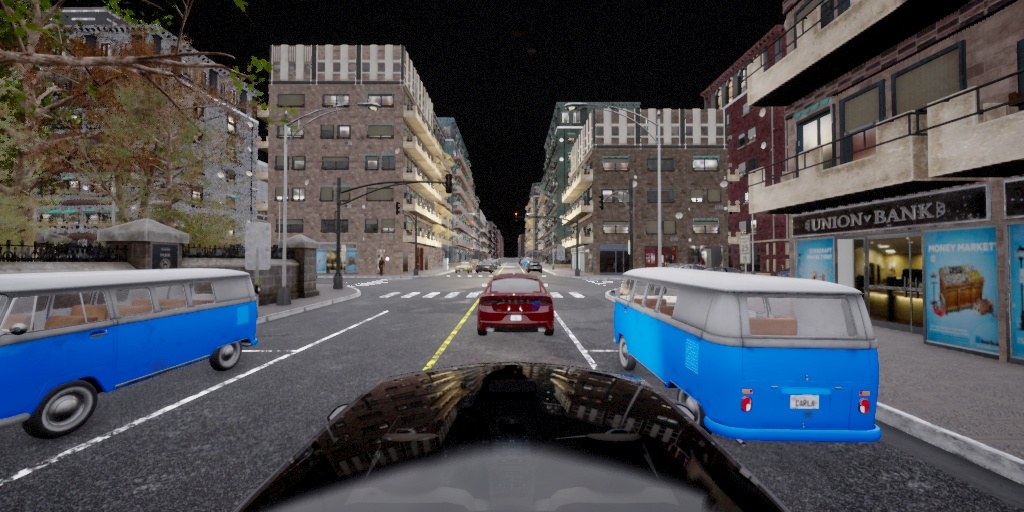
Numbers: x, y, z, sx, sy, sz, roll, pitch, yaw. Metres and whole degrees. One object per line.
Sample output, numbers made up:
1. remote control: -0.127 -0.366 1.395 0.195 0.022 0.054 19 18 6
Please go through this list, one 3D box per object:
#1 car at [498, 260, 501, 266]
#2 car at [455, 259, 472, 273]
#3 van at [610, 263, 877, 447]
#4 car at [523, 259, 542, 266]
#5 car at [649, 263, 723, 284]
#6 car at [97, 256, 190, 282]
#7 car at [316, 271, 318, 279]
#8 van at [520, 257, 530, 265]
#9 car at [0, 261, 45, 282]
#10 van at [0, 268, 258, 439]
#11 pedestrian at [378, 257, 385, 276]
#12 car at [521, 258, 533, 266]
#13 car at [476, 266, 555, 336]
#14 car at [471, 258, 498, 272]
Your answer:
1. car: -3.134 1.260 53.335 2.128 1.511 4.902 0 0 0
2. car: -5.725 1.290 42.885 1.751 1.417 4.829 0 0 0
3. van: 2.655 1.092 5.116 1.690 1.789 3.998 0 0 0
4. car: 2.655 1.330 43.063 1.948 1.339 4.313 0 0 0
5. car: 13.772 1.364 28.667 4.902 1.511 2.128 0 -1 1
6. car: -26.484 0.946 25.905 4.553 1.767 2.097 0 -1 1
7. car: -16.626 1.139 25.794 4.902 1.511 2.128 0 -1 1
8. van: 2.640 1.112 59.990 1.690 1.789 3.998 0 0 0
9. car: -37.945 1.079 26.032 5.357 1.411 2.033 0 -1 0
10. van: -5.659 1.092 5.110 1.690 1.789 3.998 0 0 0
11. pedestrian: -12.568 0.968 34.491 0.375 1.860 0.375 0 -1 1
12. car: 2.650 1.317 48.705 2.007 1.370 4.403 0 0 0
13. car: 0.090 1.230 10.475 1.882 1.535 5.008 0 0 0
14. car: -3.130 1.312 42.200 2.033 1.411 5.357 0 0 2
